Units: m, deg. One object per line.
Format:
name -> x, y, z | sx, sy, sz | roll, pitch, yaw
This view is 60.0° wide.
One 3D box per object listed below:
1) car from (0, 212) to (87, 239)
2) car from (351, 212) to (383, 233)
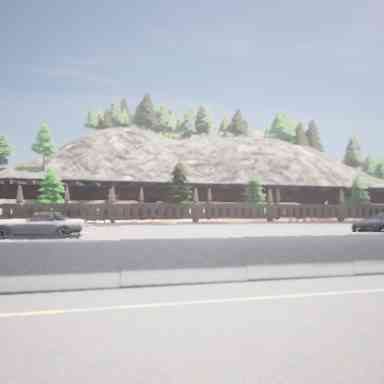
car -> -8.156, 1.747, 17.807 | 4.718, 1.301, 1.895 | 1, -1, -13
car -> 11.287, 1.796, 18.338 | 4.892, 1.490, 1.837 | 1, -1, -9
